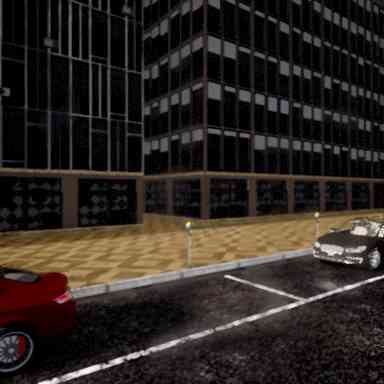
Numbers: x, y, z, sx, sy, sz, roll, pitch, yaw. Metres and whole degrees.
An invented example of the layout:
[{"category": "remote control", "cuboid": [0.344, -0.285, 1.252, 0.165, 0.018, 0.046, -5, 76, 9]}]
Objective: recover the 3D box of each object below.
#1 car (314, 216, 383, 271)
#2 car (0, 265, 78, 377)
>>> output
[{"category": "car", "cuboid": [5.683, 1.486, 10.610, 4.403, 1.369, 2.008, 0, 1, -35]}, {"category": "car", "cuboid": [-3.586, 1.587, 3.999, 4.206, 1.307, 1.802, 0, 1, -35]}]
